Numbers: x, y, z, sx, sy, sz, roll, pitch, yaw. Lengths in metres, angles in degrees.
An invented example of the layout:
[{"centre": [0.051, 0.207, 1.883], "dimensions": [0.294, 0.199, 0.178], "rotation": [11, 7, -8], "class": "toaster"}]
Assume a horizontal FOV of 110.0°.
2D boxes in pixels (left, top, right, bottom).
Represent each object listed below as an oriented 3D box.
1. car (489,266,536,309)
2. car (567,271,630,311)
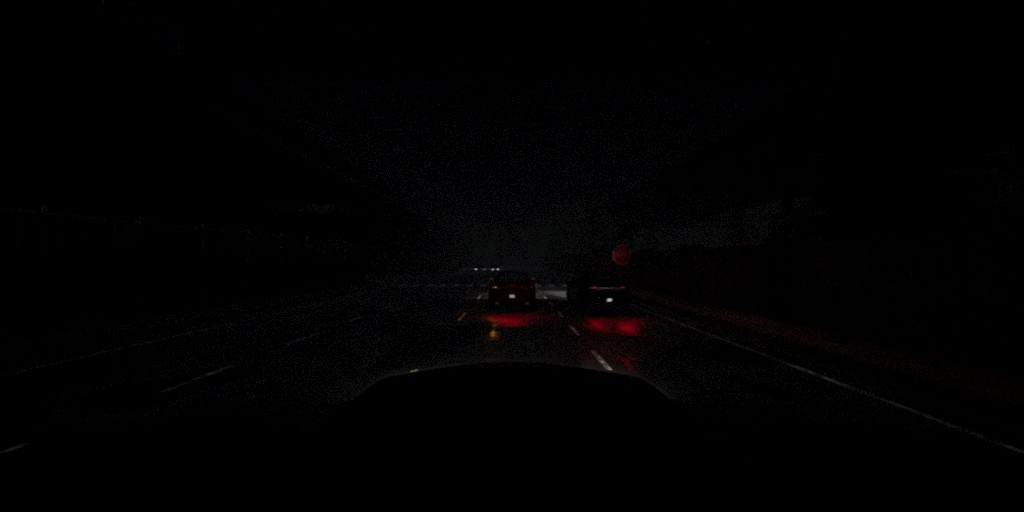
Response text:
[{"centre": [0.028, 1.388, 16.058], "dimensions": [1.882, 1.535, 5.008], "rotation": [0, 0, 0], "class": "car"}, {"centre": [3.520, 1.395, 15.313], "dimensions": [2.128, 1.511, 4.902], "rotation": [0, 0, 0], "class": "car"}]
